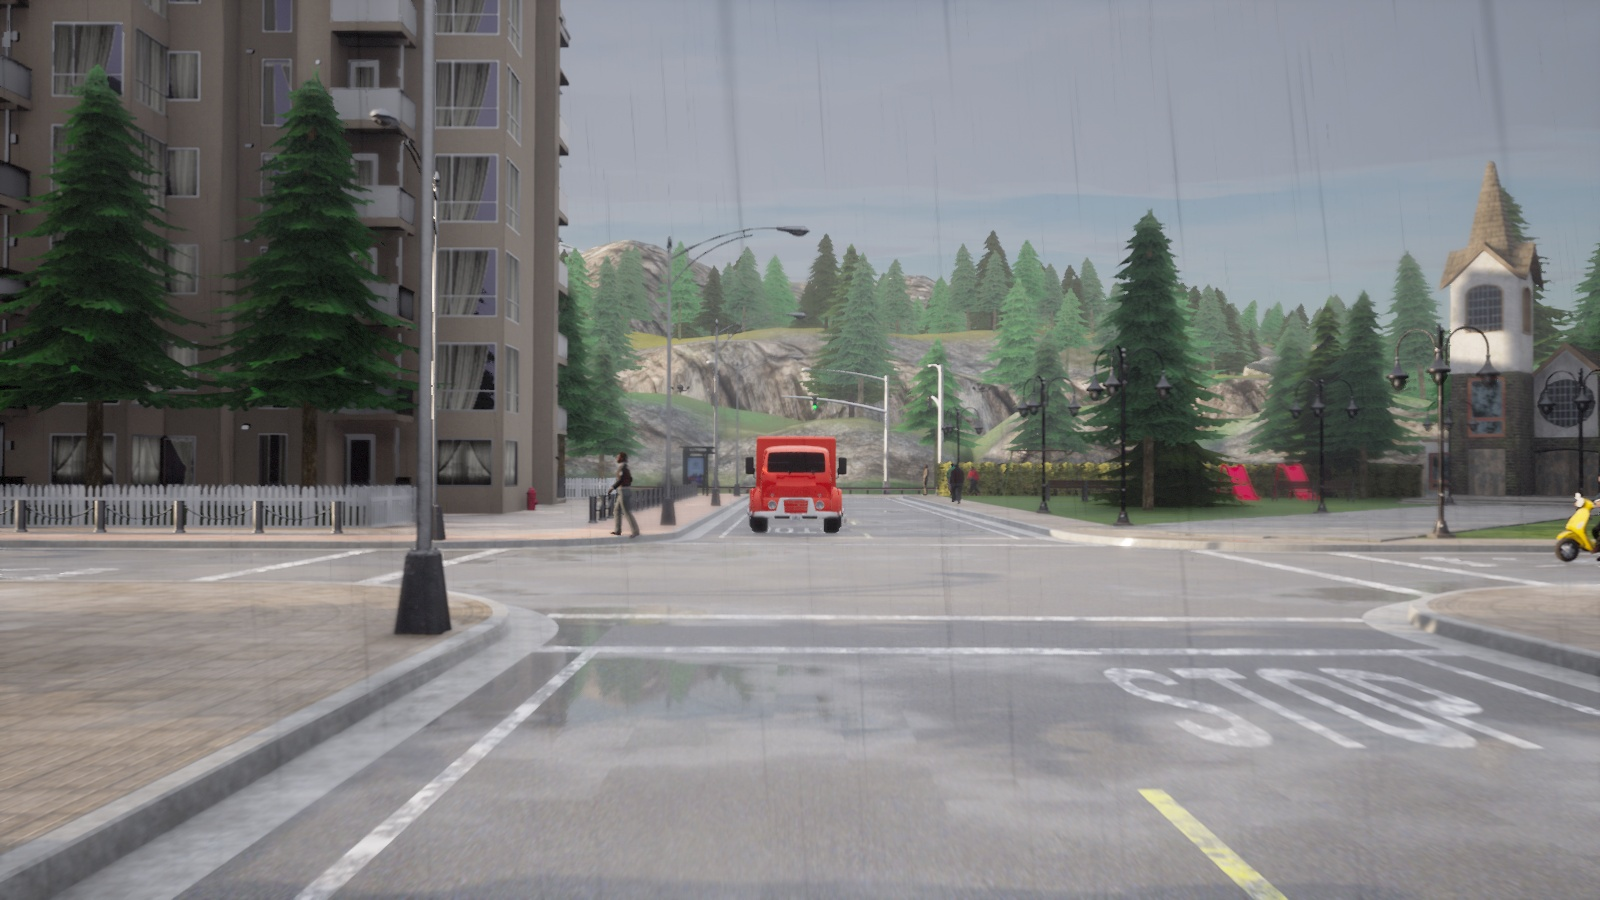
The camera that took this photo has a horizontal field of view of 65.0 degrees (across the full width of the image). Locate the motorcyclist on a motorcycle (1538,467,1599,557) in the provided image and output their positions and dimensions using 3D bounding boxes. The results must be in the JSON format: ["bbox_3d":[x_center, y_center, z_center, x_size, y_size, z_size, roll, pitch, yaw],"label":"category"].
[{"bbox_3d":[14.455,1.104,22.607,1.817,1.590,0.866,0,-1,-1],"label":"motorcyclist on a motorcycle"}]

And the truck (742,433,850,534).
[{"bbox_3d":[-0.103,0.895,33.254,2.627,2.467,5.204,0,-2,0],"label":"truck"}]

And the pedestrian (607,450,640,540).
[{"bbox_3d":[-3.816,0.975,27.118,0.666,1.930,0.402,0,-1,-1],"label":"pedestrian"}]

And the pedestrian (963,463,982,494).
[{"bbox_3d":[10.104,1.660,73.408,0.899,1.844,0.634,0,-1,-25],"label":"pedestrian"}]

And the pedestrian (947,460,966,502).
[{"bbox_3d":[6.872,1.372,55.194,0.634,1.844,0.899,0,-1,-3],"label":"pedestrian"}]
